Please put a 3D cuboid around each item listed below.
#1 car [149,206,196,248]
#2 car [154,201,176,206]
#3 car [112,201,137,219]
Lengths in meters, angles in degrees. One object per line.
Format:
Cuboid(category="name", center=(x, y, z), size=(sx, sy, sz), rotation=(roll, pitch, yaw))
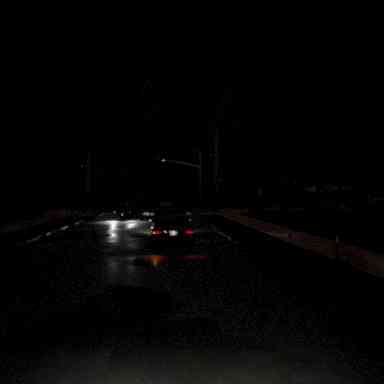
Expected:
Cuboid(category="car", center=(-0.934, 1.562, 14.816), size=(2.033, 1.411, 5.357), rotation=(0, 0, -6))
Cuboid(category="car", center=(-2.412, 1.532, 29.743), size=(1.812, 1.442, 4.674), rotation=(0, 0, -6))
Cuboid(category="car", center=(-5.895, 1.559, 29.408), size=(1.837, 1.490, 4.892), rotation=(0, 0, -6))
